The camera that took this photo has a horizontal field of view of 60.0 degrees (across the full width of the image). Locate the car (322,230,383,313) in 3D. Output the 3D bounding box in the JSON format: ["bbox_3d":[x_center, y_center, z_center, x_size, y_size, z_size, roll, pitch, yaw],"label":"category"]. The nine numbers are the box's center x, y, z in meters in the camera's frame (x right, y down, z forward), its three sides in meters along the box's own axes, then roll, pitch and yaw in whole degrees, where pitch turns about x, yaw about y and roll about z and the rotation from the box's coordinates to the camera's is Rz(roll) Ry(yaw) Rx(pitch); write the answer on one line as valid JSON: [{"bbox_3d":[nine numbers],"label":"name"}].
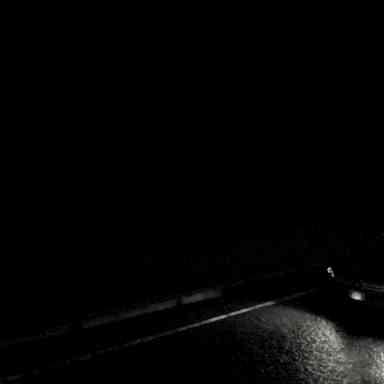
[{"bbox_3d":[4.717,1.498,7.051,4.674,1.442,1.812,0,0,-35],"label":"car"}]
